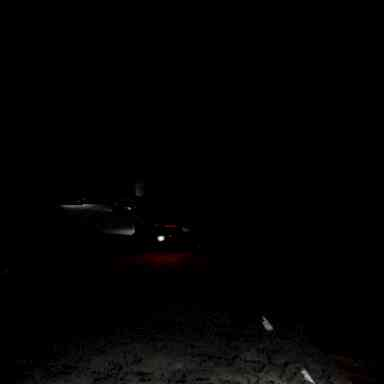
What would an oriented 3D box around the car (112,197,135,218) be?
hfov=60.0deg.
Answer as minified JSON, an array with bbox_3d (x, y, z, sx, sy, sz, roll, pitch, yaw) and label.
[{"bbox_3d":[-6.102,1.150,30.181,1.812,1.442,4.674,0,1,-21],"label":"car"}]

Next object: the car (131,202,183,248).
[{"bbox_3d":[-1.582,1.419,14.577,1.837,1.490,4.892,0,1,-11],"label":"car"}]

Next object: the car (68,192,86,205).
[{"bbox_3d":[-14.882,0.812,43.000,1.837,1.490,4.892,0,1,-23],"label":"car"}]
